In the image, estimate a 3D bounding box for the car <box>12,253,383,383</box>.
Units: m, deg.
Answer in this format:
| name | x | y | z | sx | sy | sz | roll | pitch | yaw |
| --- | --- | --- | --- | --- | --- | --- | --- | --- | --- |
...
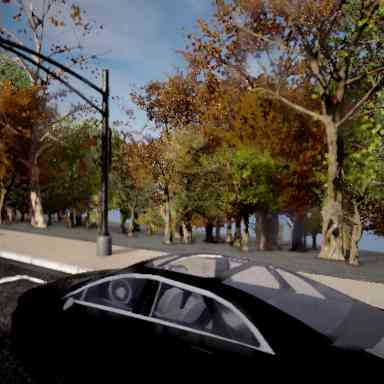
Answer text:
| name | x | y | z | sx | sy | sz | roll | pitch | yaw |
| --- | --- | --- | --- | --- | --- | --- | --- | --- | --- |
| car | -0.185 | 1.485 | 3.825 | 4.902 | 1.511 | 2.128 | 0 | 0 | 36 |
